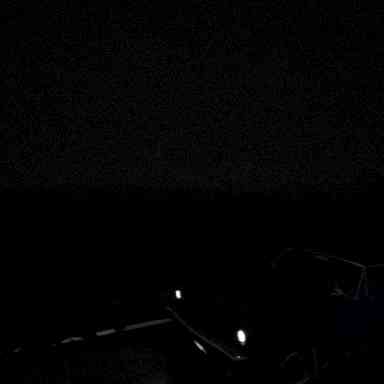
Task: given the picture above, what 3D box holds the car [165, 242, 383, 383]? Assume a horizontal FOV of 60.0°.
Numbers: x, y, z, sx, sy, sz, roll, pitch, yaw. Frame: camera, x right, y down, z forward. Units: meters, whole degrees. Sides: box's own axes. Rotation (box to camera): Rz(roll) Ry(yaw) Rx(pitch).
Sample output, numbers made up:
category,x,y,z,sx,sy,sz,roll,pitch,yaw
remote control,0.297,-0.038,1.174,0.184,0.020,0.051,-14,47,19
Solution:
category,x,y,z,sx,sy,sz,roll,pitch,yaw
car,2.036,1.529,5.025,4.718,1.301,1.895,0,1,-29
